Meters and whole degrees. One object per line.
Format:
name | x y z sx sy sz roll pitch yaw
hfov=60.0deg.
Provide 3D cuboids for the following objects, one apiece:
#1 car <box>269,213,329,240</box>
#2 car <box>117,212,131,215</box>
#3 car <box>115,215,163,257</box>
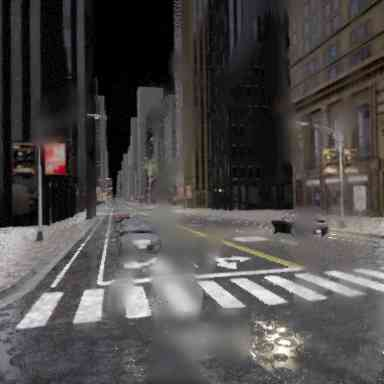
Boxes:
car | 6.501 2.061 20.827 2.128 1.511 4.902 0 -2 -13
car | -7.854 2.974 38.426 1.895 1.301 4.718 -1 -2 -13
car | -2.611 2.075 16.053 2.128 1.511 4.902 -1 -2 -14
